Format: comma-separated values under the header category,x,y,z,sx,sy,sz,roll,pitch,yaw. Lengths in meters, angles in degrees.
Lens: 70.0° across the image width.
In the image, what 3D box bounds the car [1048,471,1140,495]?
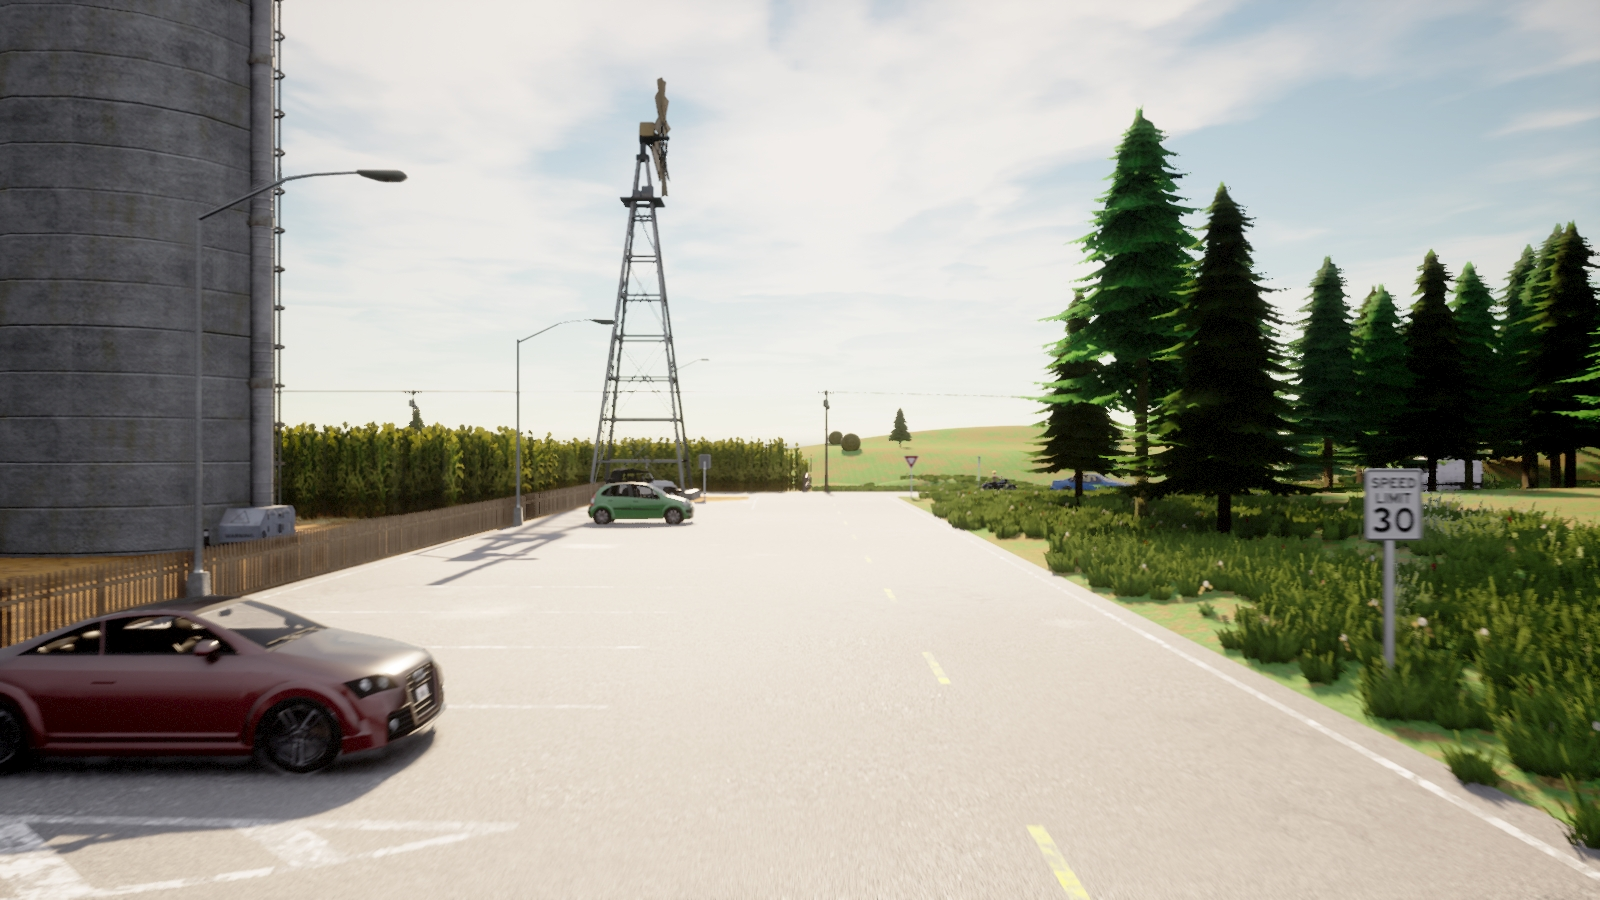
category,x,y,z,sx,sy,sz,roll,pitch,yaw
car,18.836,2.106,73.427,5.357,1.411,2.033,0,0,38
